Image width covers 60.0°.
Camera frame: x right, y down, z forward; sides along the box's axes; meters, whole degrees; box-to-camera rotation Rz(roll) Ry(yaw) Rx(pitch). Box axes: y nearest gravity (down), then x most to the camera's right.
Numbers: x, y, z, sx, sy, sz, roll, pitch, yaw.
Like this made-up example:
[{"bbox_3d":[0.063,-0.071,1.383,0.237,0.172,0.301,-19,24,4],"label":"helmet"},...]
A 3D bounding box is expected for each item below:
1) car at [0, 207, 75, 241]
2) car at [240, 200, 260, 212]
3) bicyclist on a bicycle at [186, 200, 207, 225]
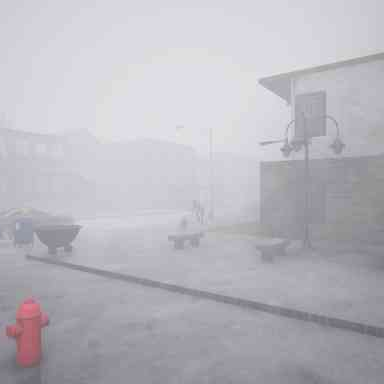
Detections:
[{"bbox_3d":[-8.271,1.491,16.856,2.128,1.511,4.902,0,0,35],"label":"car"},{"bbox_3d":[7.527,1.601,39.042,1.895,1.301,4.718,0,0,35],"label":"car"},{"bbox_3d":[0.285,1.340,21.633,1.656,1.620,0.582,0,0,35],"label":"bicyclist on a bicycle"}]
